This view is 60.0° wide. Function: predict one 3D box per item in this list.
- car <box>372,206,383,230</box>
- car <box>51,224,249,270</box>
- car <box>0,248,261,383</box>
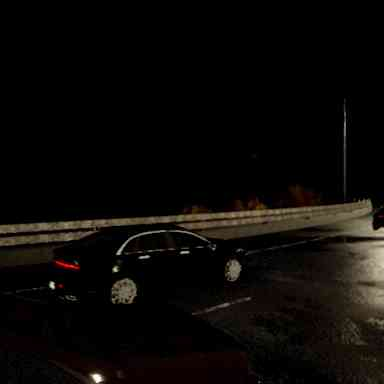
[{"bbox_3d":[12.281,1.518,19.843,1.837,1.490,4.892,0,0,43],"label":"car"},{"bbox_3d":[-0.736,1.507,7.774,4.892,1.490,1.837,0,0,-38],"label":"car"},{"bbox_3d":[-1.950,1.547,2.388,5.357,1.411,2.033,0,0,-35],"label":"car"}]
